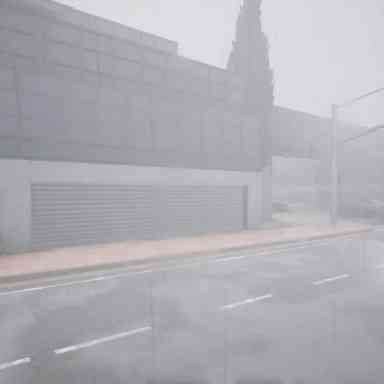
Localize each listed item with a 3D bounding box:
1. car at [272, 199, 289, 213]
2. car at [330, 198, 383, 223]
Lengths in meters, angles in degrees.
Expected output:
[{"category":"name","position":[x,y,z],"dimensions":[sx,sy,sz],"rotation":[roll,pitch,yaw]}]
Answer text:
[{"category":"car","position":[8.701,1.491,37.552],"dimensions":[2.128,1.511,4.902],"rotation":[0,0,-37]},{"category":"car","position":[13.178,1.492,25.703],"dimensions":[2.128,1.511,4.902],"rotation":[0,0,-37]}]
